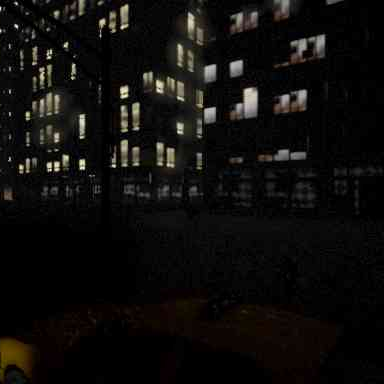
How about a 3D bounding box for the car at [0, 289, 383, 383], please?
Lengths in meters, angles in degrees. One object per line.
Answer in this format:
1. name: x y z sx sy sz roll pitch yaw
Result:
1. car: 0.023 1.527 2.852 4.829 1.417 1.752 0 0 35
